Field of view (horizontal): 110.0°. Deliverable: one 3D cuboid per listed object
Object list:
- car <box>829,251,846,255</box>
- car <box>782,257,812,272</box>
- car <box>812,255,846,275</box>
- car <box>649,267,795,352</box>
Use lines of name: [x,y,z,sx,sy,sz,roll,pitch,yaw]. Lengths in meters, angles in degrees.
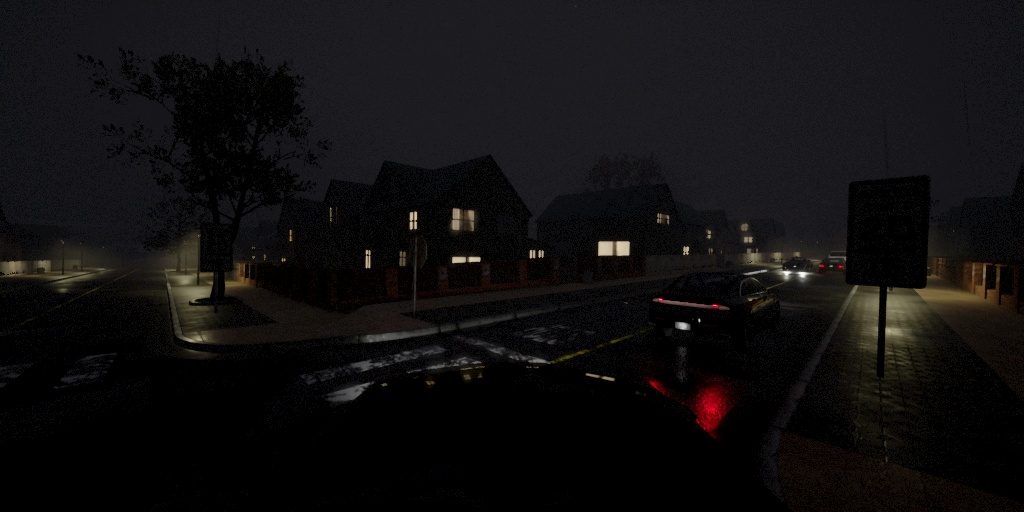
car: [35.854,0.440,38.966,5.566,2.045,2.150,-1,2,-44]
car: [28.260,0.792,35.411,4.181,1.385,1.994,-1,2,-45]
car: [28.349,0.875,31.551,5.357,1.411,2.033,-1,2,-44]
car: [5.095,1.142,8.759,4.902,1.511,2.128,-1,2,-45]
